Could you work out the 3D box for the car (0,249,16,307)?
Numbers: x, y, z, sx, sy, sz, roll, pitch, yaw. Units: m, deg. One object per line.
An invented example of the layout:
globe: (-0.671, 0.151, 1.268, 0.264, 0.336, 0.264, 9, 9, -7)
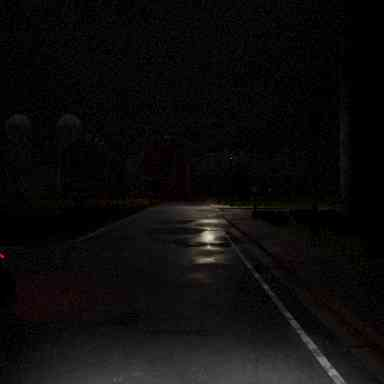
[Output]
car: (-5.480, 1.345, 5.256, 2.097, 1.767, 4.553, 0, 0, 42)
